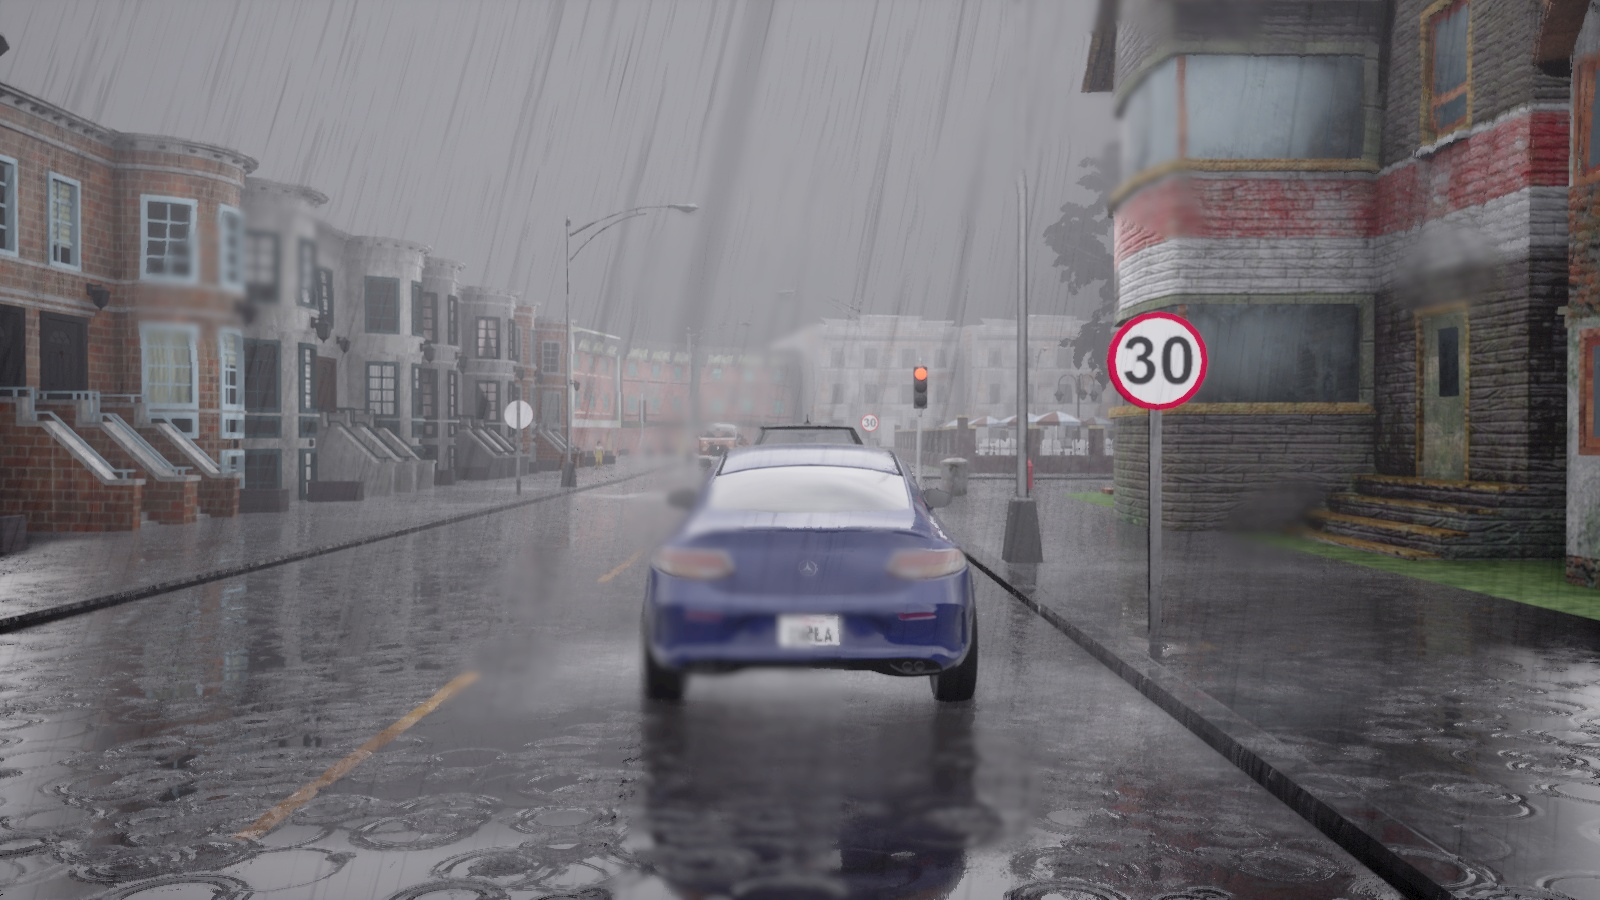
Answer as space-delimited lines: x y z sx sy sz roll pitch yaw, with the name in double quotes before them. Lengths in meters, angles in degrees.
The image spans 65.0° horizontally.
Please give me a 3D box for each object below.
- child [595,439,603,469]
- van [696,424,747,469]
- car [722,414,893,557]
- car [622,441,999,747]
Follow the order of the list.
"child" -8.473 0.152 52.913 0.270 1.263 0.437 0 1 -14
"van" -3.675 -0.181 59.475 2.069 2.038 4.480 0 1 0
"car" 0.110 0.411 17.760 2.097 1.767 4.553 0 1 0
"car" 0.062 0.680 8.385 1.812 1.442 4.674 0 1 0
